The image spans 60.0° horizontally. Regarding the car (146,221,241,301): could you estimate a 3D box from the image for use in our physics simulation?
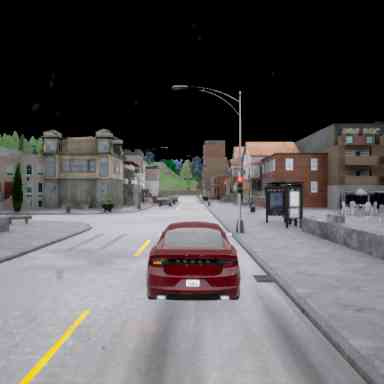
[{"bbox_3d":[0.049,1.478,8.416,1.882,1.535,5.008,0,0,1],"label":"car"}]

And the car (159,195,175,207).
[{"bbox_3d":[-4.108,1.505,51.988,1.837,1.490,4.892,0,0,0],"label":"car"}]

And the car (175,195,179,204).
[{"bbox_3d":[-4.063,1.601,62.069,1.895,1.301,4.718,0,0,0],"label":"car"}]

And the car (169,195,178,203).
[{"bbox_3d":[-4.011,1.500,72.911,1.837,1.490,4.892,0,0,0],"label":"car"}]
